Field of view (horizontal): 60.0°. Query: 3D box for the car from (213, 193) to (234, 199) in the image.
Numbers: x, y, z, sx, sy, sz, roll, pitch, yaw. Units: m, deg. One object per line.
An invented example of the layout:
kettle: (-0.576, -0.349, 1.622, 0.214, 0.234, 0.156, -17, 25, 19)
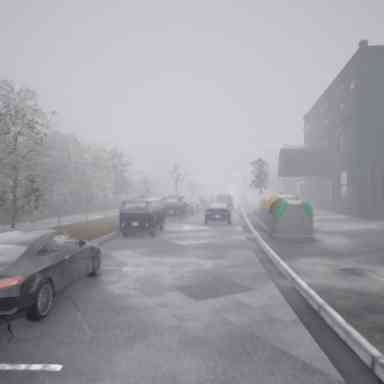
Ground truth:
car: (4.234, 1.265, 42.856, 2.150, 2.045, 5.566, 0, 0, 7)

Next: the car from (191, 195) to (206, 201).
car: (0.112, 1.532, 40.300, 2.231, 1.521, 4.892, 0, 1, 6)

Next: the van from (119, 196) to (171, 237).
van: (-2.597, 1.283, 18.493, 1.878, 1.987, 4.442, 0, 1, 5)

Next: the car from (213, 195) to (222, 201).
car: (7.335, 1.648, 95.295, 2.097, 1.535, 5.008, 0, 0, 10)

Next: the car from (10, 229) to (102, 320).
car: (-3.465, 1.530, 7.273, 2.002, 1.452, 4.674, -1, 1, 3)

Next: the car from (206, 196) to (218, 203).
car: (4.447, 1.574, 73.302, 2.097, 1.535, 5.008, 0, 0, 10)

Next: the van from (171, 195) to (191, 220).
van: (-1.453, 1.295, 28.379, 1.878, 1.987, 4.442, -1, 1, 5)

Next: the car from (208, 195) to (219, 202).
car: (5.169, 1.597, 78.803, 2.097, 1.535, 5.008, 0, 0, 10)

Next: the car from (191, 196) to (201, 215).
car: (-0.607, 1.557, 34.836, 2.163, 1.488, 4.792, 0, 1, 6)

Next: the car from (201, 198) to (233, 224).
car: (2.010, 1.510, 25.282, 1.882, 1.535, 5.008, 0, 0, 6)

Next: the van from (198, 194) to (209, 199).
van: (0.857, 1.334, 45.937, 1.878, 1.987, 4.442, 0, 0, 10)

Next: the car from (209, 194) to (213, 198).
car: (2.281, 1.609, 56.814, 2.002, 1.452, 4.674, 0, 0, 8)

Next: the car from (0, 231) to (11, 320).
car: (-3.674, 1.226, 1.715, 2.435, 2.045, 5.566, -1, 1, -1)

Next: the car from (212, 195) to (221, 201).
car: (6.512, 1.617, 88.967, 1.946, 1.575, 5.366, 0, 0, 10)

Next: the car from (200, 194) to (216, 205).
car: (3.159, 1.338, 63.502, 2.435, 2.045, 5.566, 0, 0, 8)
